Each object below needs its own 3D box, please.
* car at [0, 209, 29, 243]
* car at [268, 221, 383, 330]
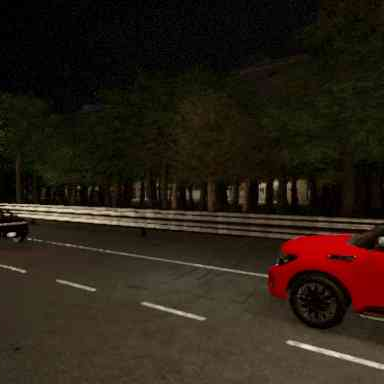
[{"bbox_3d":[-9.169,1.494,14.725,4.902,1.511,2.128,0,0,36],"label":"car"},{"bbox_3d":[4.064,1.222,5.268,5.566,2.045,2.150,0,0,36],"label":"car"}]
